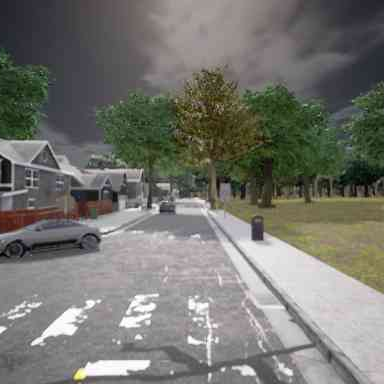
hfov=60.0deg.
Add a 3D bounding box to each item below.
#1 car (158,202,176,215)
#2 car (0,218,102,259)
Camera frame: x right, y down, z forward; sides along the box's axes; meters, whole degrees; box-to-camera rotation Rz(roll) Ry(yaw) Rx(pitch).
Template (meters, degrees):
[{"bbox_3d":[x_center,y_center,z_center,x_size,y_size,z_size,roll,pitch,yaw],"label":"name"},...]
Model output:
[{"bbox_3d":[-2.799,1.810,38.546,2.033,1.411,5.357,0,0,0],"label":"car"},{"bbox_3d":[-5.928,1.799,13.737,4.181,1.385,1.994,-3,0,-33],"label":"car"}]
